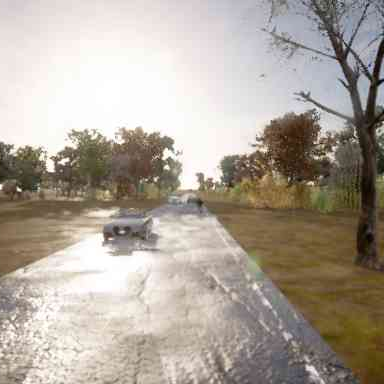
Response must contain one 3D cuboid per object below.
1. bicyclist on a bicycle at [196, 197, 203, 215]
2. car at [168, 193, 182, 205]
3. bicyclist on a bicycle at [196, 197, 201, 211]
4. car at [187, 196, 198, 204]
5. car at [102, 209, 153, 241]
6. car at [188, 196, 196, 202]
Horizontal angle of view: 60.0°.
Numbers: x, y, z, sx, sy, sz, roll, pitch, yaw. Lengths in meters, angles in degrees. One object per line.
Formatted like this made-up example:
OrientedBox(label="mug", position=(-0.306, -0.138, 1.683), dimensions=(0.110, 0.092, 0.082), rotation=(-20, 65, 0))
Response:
OrientedBox(label="bicyclist on a bicycle", position=(0.829, 1.383, 32.574), dimensions=(0.659, 1.776, 1.843), rotation=(0, 0, 0))
OrientedBox(label="car", position=(-3.024, 1.230, 59.730), dimensions=(2.150, 2.045, 5.566), rotation=(0, 0, 1))
OrientedBox(label="bicyclist on a bicycle", position=(0.829, 1.466, 41.501), dimensions=(0.582, 1.620, 1.656), rotation=(0, 0, 0))
OrientedBox(label="car", position=(0.045, 1.498, 62.617), dimensions=(2.128, 1.511, 4.902), rotation=(0, 0, 1))
OrientedBox(label="car", position=(-3.098, 1.573, 16.702), dimensions=(1.994, 1.385, 4.181), rotation=(0, 0, 0))
OrientedBox(label="car", position=(0.006, 1.593, 76.393), dimensions=(1.895, 1.301, 4.718), rotation=(0, 0, 0))
